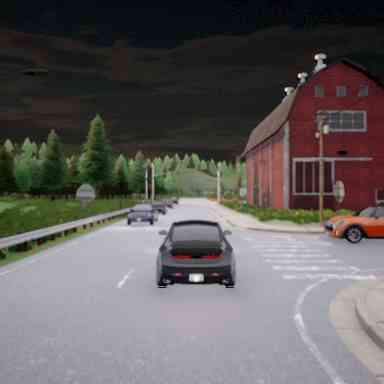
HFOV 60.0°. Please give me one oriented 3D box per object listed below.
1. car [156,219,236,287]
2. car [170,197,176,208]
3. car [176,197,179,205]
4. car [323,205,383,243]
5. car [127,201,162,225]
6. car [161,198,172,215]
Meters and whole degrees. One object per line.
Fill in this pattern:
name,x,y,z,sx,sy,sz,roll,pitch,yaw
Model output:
car,0.097,1.530,9.354,1.837,1.490,4.892,0,0,0
car,-3.581,1.619,46.735,1.837,1.490,4.892,0,0,0
car,-3.486,1.642,62.690,1.882,1.535,5.008,0,0,0
car,8.646,1.391,15.628,4.553,1.767,2.097,0,0,3
car,-3.593,1.587,24.789,1.812,1.442,4.674,0,0,0
car,-3.588,1.634,35.125,2.033,1.411,5.357,0,0,0
